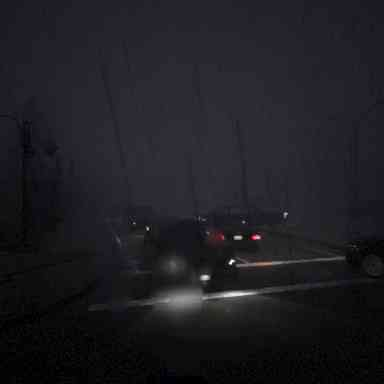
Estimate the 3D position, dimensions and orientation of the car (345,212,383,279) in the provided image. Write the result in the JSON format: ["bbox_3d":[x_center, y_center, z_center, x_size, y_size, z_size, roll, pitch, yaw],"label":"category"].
[{"bbox_3d":[6.517,1.476,8.220,5.008,1.535,1.882,0,0,40],"label":"car"}]

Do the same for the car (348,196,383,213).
[{"bbox_3d":[15.633,1.356,29.149,1.970,1.475,3.806,0,0,-17],"label":"car"}]

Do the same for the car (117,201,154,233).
[{"bbox_3d":[-3.083,1.529,19.933,2.033,1.411,5.357,0,0,-17],"label":"car"}]

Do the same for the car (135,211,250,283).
[{"bbox_3d":[-0.371,1.543,10.093,2.033,1.411,5.357,0,0,-14],"label":"car"}]

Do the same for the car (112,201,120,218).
[{"bbox_3d":[-6.222,1.515,30.091,2.033,1.411,5.357,0,0,-17],"label":"car"}]

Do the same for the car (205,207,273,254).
[{"bbox_3d":[1.355,1.538,13.394,2.033,1.411,5.357,0,0,-3],"label":"car"}]

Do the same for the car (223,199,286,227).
[{"bbox_3d":[2.858,1.466,19.898,5.357,1.411,2.033,-3,1,-15],"label":"car"}]

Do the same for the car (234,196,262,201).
[{"bbox_3d":[7.433,1.288,46.124,2.007,1.523,4.514,0,0,-17],"label":"car"}]

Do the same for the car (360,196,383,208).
[{"bbox_3d":[23.971,1.274,43.118,1.845,1.501,3.633,0,0,-17],"label":"car"}]

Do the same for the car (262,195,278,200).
[{"bbox_3d":[10.423,1.278,47.074,2.152,1.636,5.027,0,0,-17],"label":"car"}]
